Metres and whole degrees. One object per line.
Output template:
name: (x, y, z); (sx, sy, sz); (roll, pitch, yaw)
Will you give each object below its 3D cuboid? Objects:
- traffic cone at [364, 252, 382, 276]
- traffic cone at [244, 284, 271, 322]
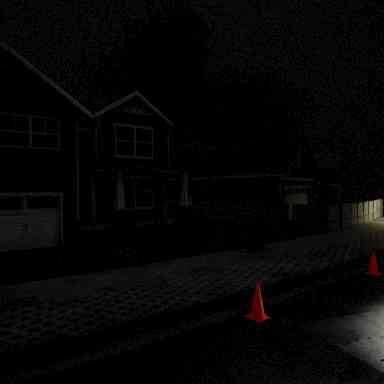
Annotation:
traffic cone: (4.940, 1.942, 9.062); (0.340, 0.580, 0.340); (0, 0, -41)
traffic cone: (1.173, 1.953, 5.955); (0.340, 0.580, 0.340); (0, 0, -38)
